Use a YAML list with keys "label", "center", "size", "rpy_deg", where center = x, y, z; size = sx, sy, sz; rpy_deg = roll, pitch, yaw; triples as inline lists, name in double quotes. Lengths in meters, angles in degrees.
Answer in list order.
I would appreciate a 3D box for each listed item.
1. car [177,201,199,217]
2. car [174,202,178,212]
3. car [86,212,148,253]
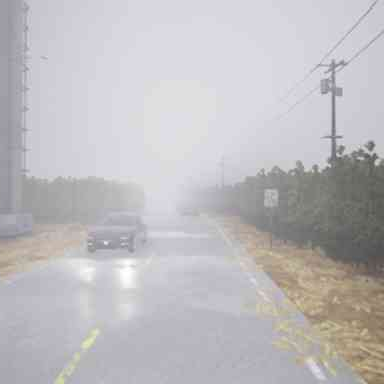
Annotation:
- label: "car"
  center: [-0.301, 2.044, 37.509]
  size: [1.994, 1.385, 4.181]
  rpy_deg: [0, -1, -5]
- label: "car"
  center: [-1.392, 2.113, 47.481]
  size: [1.837, 1.490, 4.892]
  rpy_deg: [0, -1, -7]
- label: "car"
  center: [-3.144, 1.697, 14.745]
  size: [1.837, 1.490, 4.892]
  rpy_deg: [0, -1, 1]
